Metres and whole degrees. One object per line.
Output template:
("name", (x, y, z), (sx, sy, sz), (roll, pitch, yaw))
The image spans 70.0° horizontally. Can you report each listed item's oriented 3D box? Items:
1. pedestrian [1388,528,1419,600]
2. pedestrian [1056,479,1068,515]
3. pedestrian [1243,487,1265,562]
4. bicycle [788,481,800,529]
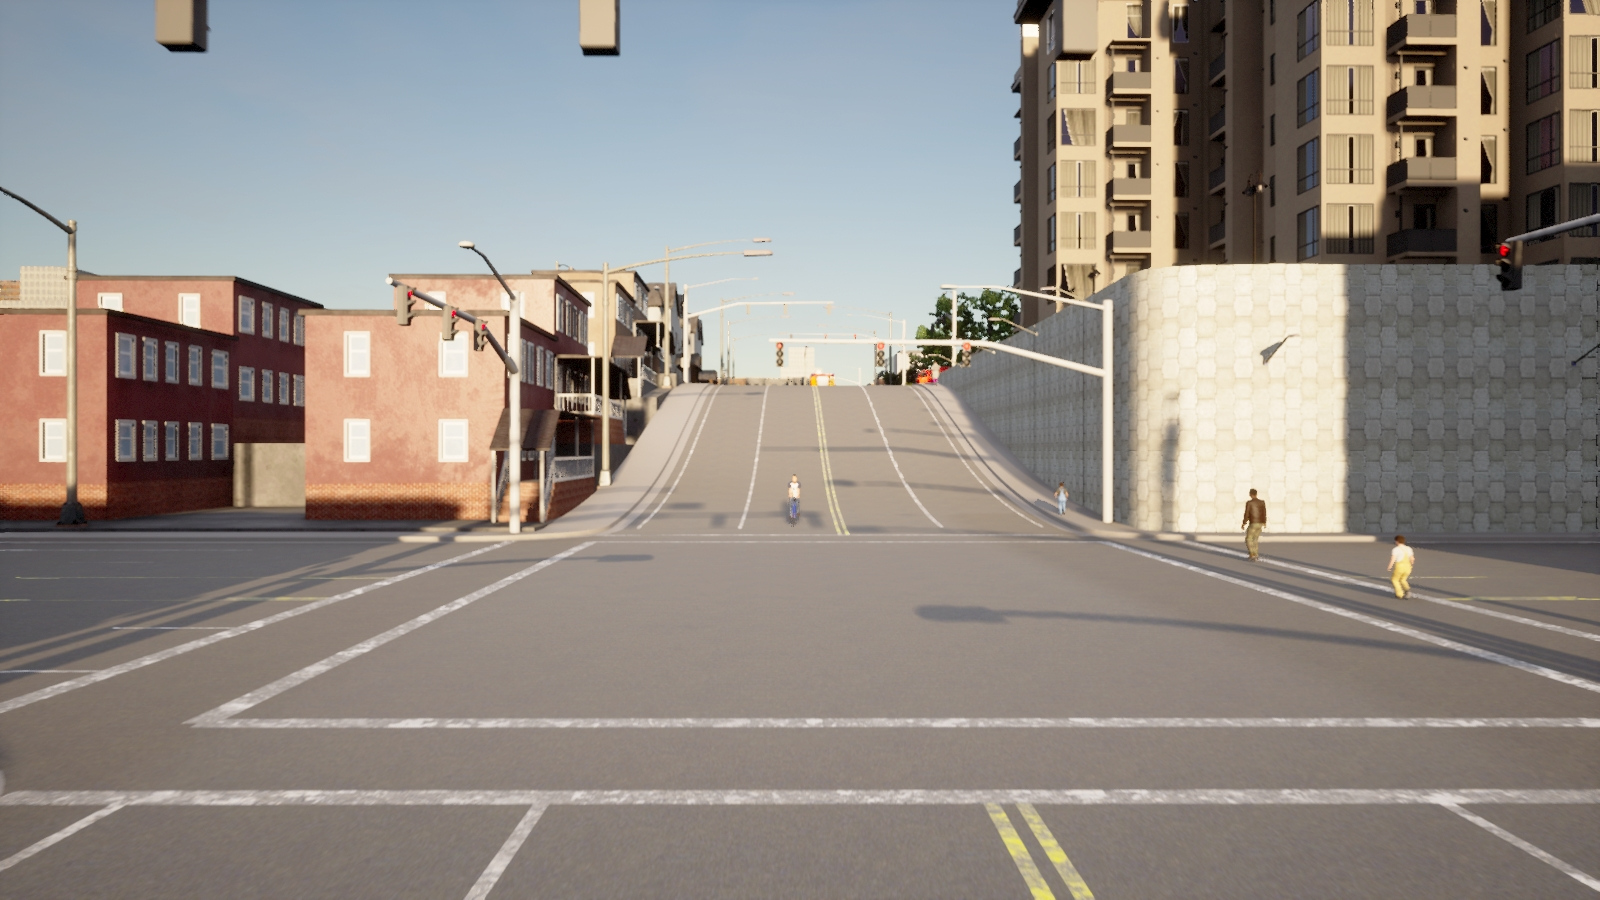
("pedestrian", (11.282, 2.129, 21.354), (0.375, 1.300, 0.375), (0, 0, -5))
("pedestrian", (9.711, 1.742, 42.307), (0.375, 1.300, 0.375), (0, 0, 2))
("pedestrian", (11.299, 1.849, 28.430), (0.375, 1.860, 0.375), (0, 0, -6))
("bicycle", (-0.206, 1.913, 40.182), (0.373, 1.521, 1.643), (0, 3, 2))
